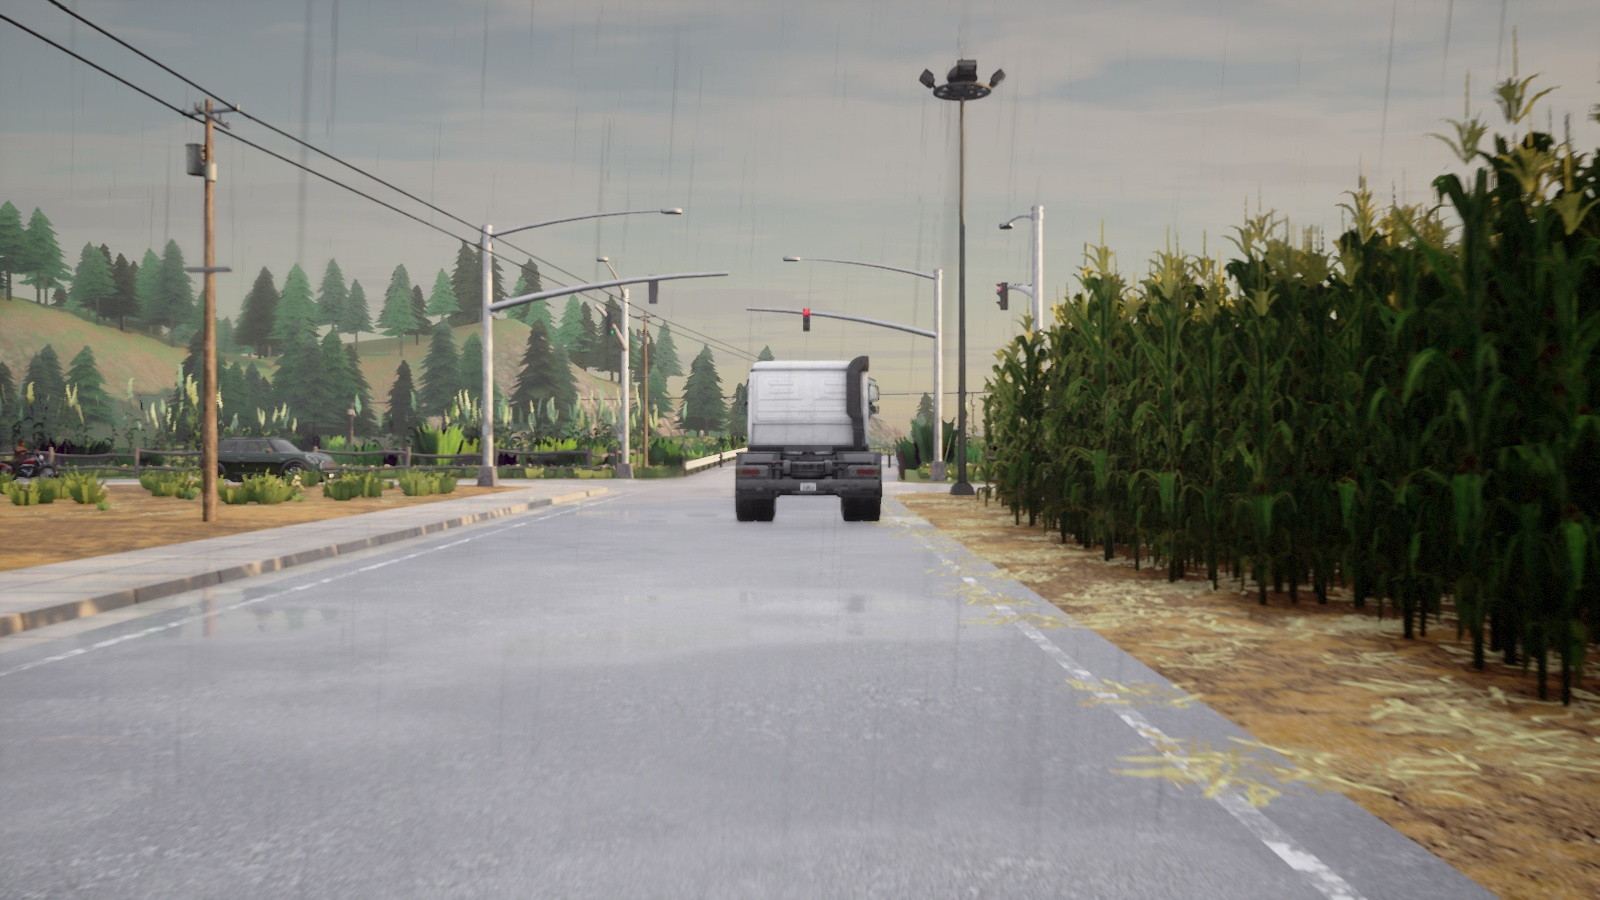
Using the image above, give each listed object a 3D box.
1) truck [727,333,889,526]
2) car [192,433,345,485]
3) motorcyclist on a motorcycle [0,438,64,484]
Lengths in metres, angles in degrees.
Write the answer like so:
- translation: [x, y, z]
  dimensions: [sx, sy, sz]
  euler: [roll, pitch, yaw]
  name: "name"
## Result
- translation: [0.175, -0.384, 26.462]
  dimensions: [2.891, 3.462, 7.936]
  euler: [0, 0, 0]
  name: "truck"
- translation: [-18.786, 0.304, 44.526]
  dimensions: [4.553, 1.767, 2.097]
  euler: [0, 0, 3]
  name: "car"
- translation: [-27.764, 0.386, 45.042]
  dimensions: [2.350, 1.649, 0.766]
  euler: [0, 0, 3]
  name: "motorcyclist on a motorcycle"
